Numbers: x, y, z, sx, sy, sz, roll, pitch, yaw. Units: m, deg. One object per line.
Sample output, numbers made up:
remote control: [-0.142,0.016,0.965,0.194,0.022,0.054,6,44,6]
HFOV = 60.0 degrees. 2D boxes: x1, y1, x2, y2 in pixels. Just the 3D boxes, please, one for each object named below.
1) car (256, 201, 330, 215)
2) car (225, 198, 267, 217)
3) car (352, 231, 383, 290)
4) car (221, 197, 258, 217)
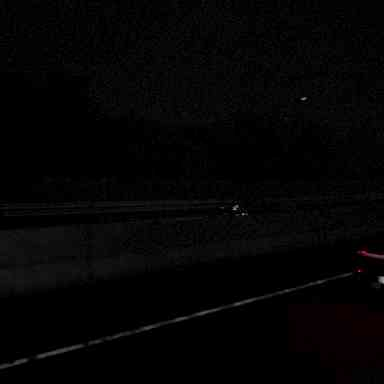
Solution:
car: [6.968,1.460,21.654,5.357,1.411,2.033,0,0,-35]
car: [5.137,1.416,24.634,4.892,1.490,1.837,0,0,-35]
car: [5.695,1.466,7.737,4.902,1.511,2.128,0,0,-35]
car: [4.635,1.249,28.533,4.553,1.767,2.097,0,0,-34]
